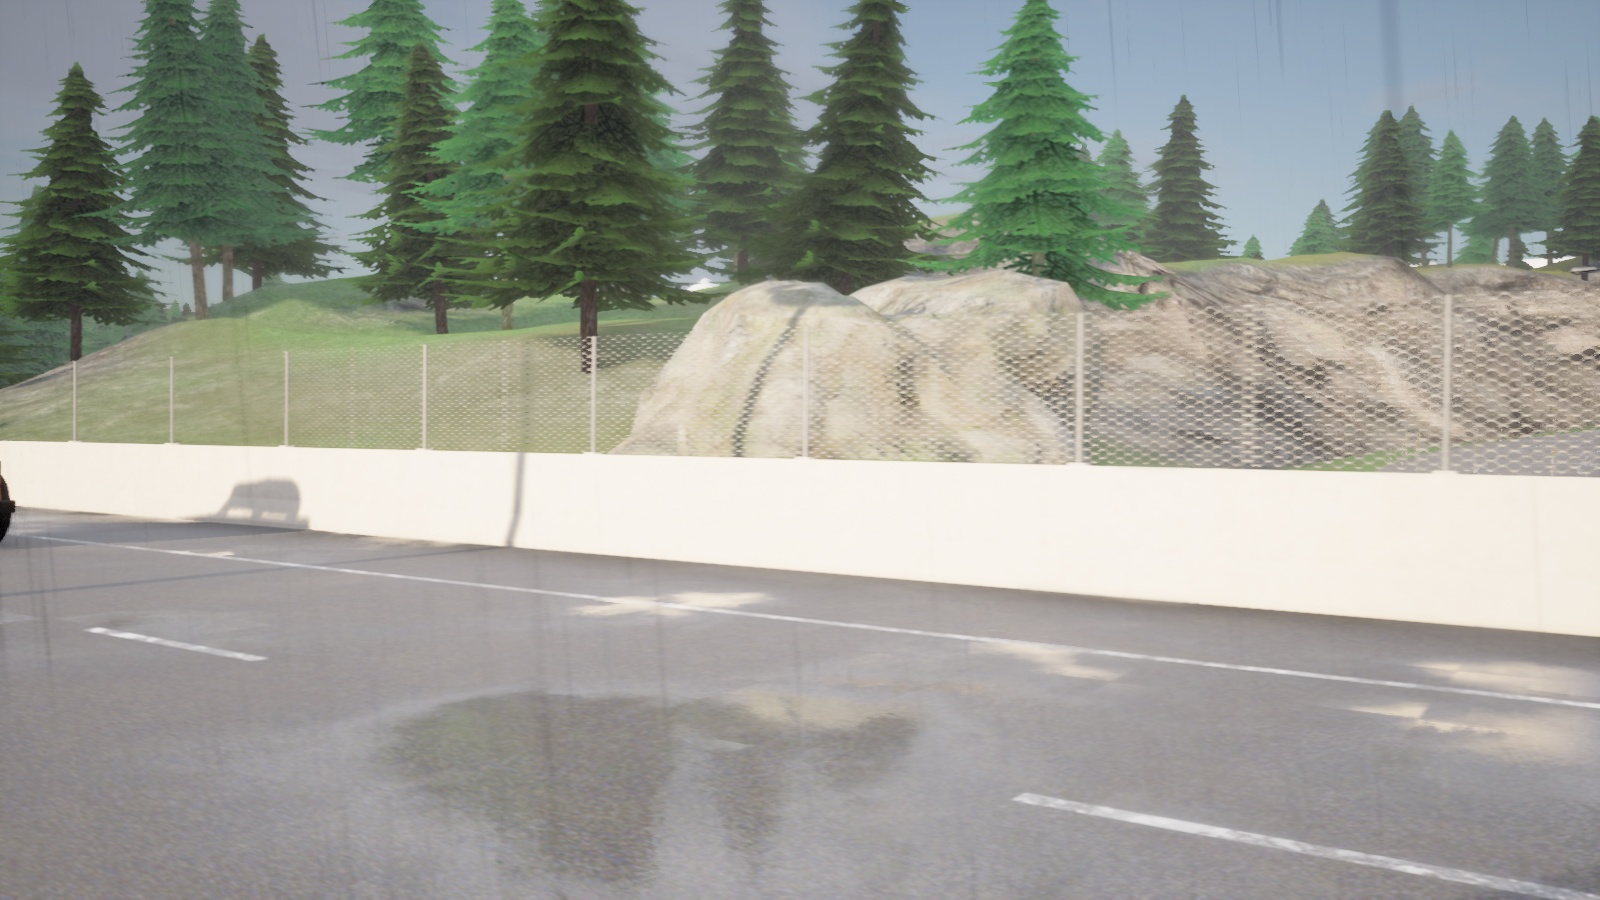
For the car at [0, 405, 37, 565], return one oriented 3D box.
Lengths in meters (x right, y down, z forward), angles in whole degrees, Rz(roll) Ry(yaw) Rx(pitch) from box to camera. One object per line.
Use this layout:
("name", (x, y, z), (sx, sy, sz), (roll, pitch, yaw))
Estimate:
("car", (-11.294, 0.420, 15.325), (3.866, 1.878, 1.905), (0, 1, 34))
